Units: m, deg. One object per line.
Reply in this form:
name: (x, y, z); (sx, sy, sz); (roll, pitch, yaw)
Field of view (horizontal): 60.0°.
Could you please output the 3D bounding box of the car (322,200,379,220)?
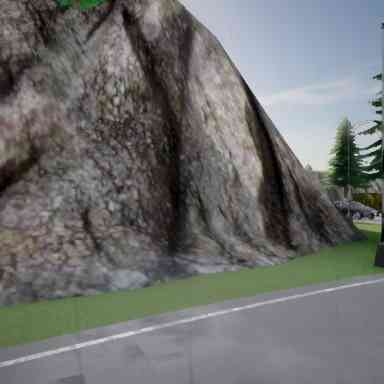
car: (13.459, 1.491, 28.497); (2.128, 1.511, 4.902); (0, 0, -25)
